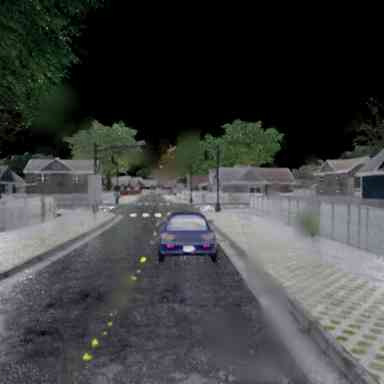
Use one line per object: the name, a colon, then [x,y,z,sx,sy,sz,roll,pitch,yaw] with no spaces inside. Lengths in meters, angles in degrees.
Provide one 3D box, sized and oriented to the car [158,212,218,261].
car: [-0.180,1.414,11.684,1.812,1.442,4.674,0,1,-2]
